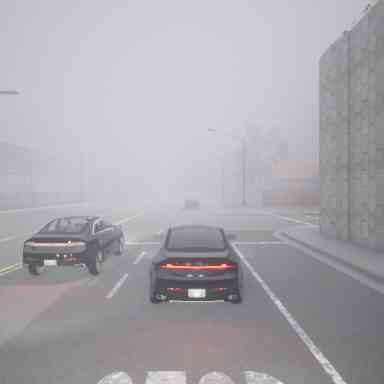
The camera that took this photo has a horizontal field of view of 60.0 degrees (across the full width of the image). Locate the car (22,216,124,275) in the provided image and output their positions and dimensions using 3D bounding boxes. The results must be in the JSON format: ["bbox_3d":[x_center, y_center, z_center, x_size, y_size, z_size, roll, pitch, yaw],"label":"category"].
[{"bbox_3d":[-3.427,1.495,10.460,2.128,1.511,4.902,0,0,0],"label":"car"}]

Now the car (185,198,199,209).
[{"bbox_3d":[-0.017,1.506,44.181,2.128,1.511,4.902,0,0,0],"label":"car"}]

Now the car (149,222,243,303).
[{"bbox_3d":[0.079,1.508,8.192,1.837,1.490,4.892,0,0,0],"label":"car"}]
